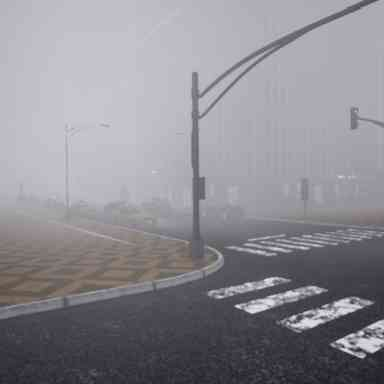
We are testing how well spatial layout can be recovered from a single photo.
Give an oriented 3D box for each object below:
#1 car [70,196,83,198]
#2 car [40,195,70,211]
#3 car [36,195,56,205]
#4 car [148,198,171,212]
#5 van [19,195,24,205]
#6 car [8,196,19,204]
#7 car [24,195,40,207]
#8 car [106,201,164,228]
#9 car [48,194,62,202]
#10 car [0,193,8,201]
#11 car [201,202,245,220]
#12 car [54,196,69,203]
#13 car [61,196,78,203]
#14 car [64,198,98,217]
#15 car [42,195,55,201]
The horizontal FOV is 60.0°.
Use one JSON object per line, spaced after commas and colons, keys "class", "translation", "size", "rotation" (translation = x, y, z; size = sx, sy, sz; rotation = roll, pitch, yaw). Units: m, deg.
{"class": "car", "translation": [-20.317, 1.424, 59.211], "size": [1.887, 1.381, 4.507], "rotation": [-1, 1, -36]}
{"class": "car", "translation": [-17.005, 1.449, 41.070], "size": [1.967, 1.590, 4.097], "rotation": [-1, 1, -36]}
{"class": "car", "translation": [-24.935, 1.317, 56.525], "size": [2.033, 1.411, 5.357], "rotation": [-1, 1, -36]}
{"class": "car", "translation": [-4.077, 1.364, 36.668], "size": [1.967, 1.590, 4.097], "rotation": [-1, 1, -36]}
{"class": "van", "translation": [-26.722, 1.323, 54.616], "size": [1.690, 1.788, 3.998], "rotation": [-1, 1, -36]}
{"class": "car", "translation": [-33.198, 1.514, 63.649], "size": [2.008, 1.369, 4.403], "rotation": [-1, 1, -36]}
{"class": "car", "translation": [-23.482, 1.431, 50.101], "size": [1.967, 1.590, 4.097], "rotation": [-1, 1, -36]}
{"class": "car", "translation": [-4.054, 1.571, 22.795], "size": [1.752, 1.417, 4.829], "rotation": [-1, 1, -36]}
{"class": "car", "translation": [-30.035, 1.292, 72.756], "size": [1.967, 1.590, 4.097], "rotation": [-1, 1, -36]}
{"class": "car", "translation": [-46.153, 1.470, 81.711], "size": [1.887, 1.381, 4.507], "rotation": [-1, 1, -36]}
{"class": "car", "translation": [2.460, 1.491, 27.677], "size": [2.008, 1.369, 4.403], "rotation": [-1, 1, -36]}
{"class": "car", "translation": [-26.795, 1.443, 68.242], "size": [1.802, 1.307, 4.206], "rotation": [-1, 1, -36]}
{"class": "car", "translation": [-23.556, 1.421, 63.726], "size": [2.008, 1.369, 4.403], "rotation": [-1, 1, -36]}
{"class": "car", "translation": [-10.476, 1.553, 31.869], "size": [1.752, 1.417, 4.829], "rotation": [-1, 1, -36]}
{"class": "car", "translation": [-33.372, 1.367, 77.410], "size": [1.752, 1.417, 4.829], "rotation": [-1, 1, -36]}
